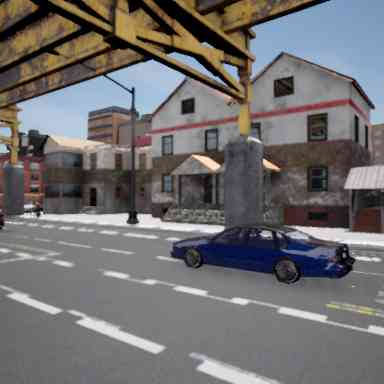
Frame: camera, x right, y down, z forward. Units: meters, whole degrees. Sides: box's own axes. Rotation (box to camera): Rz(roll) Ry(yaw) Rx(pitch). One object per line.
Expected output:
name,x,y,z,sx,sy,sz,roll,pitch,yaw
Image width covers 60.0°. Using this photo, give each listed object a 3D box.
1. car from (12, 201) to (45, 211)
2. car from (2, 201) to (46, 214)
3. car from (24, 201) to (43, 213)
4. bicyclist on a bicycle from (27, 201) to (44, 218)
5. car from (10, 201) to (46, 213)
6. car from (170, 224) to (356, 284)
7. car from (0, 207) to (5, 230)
car,-22.529,1.852,46.013,1.853,1.218,4.536,0,-1,7
car,-21.316,1.965,42.433,4.974,1.542,2.038,0,-1,-23
car,-21.268,1.808,42.456,4.536,1.218,1.853,0,-1,-23
bicyclist on a bicycle,-14.791,1.686,31.522,0.582,1.620,1.656,0,-1,37
car,-22.535,2.008,45.959,2.038,1.542,4.974,0,-1,7
car,1.882,1.677,9.995,5.357,1.411,2.033,0,-1,37
car,-14.336,1.742,22.095,5.008,1.535,1.882,-1,-1,37
